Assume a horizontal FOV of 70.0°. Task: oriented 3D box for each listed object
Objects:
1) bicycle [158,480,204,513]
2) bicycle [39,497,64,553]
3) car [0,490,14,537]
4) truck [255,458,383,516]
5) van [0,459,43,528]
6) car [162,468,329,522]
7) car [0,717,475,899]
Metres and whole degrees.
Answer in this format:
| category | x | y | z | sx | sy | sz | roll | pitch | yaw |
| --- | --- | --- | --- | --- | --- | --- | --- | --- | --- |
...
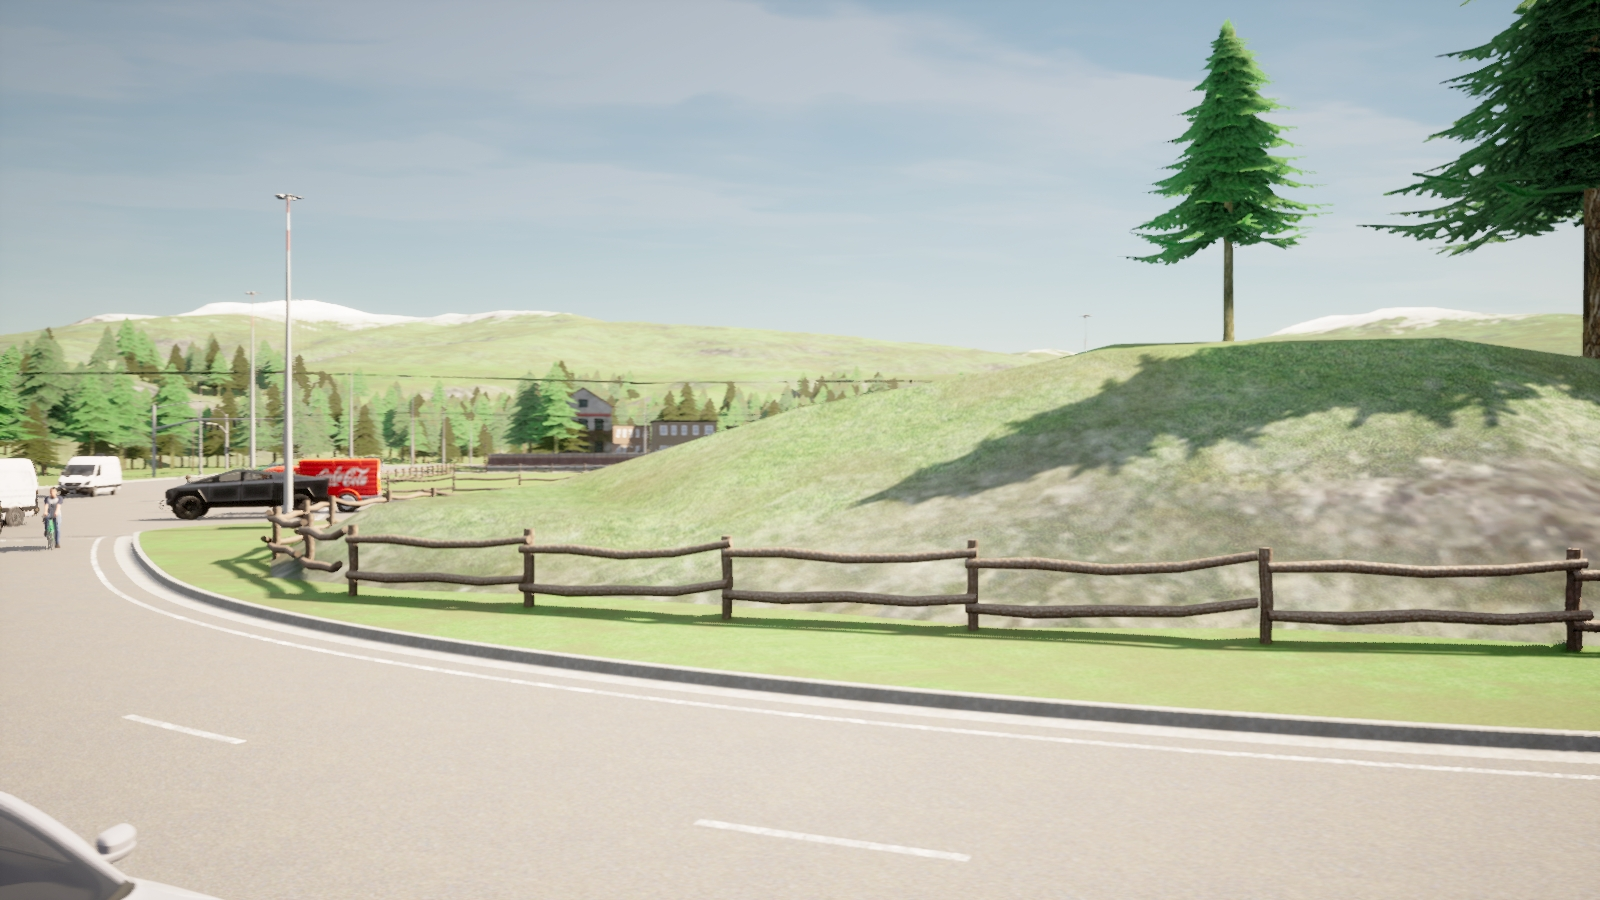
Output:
| category | x | y | z | sx | sy | sz | roll | pitch | yaw |
| --- | --- | --- | --- | --- | --- | --- | --- | --- | --- |
| bicycle | -28.860 | 2.178 | 53.307 | 1.835 | 1.471 | 0.329 | 0 | 2 | -38 |
| bicycle | -21.424 | 2.135 | 32.723 | 0.373 | 1.496 | 1.643 | 0 | 0 | -26 |
| car | -27.168 | 2.134 | 36.451 | 2.007 | 1.525 | 4.514 | 0 | 0 | -14 |
| truck | -22.251 | 1.662 | 53.126 | 5.204 | 2.467 | 2.627 | -1 | 0 | -16 |
| van | -31.031 | 1.641 | 41.841 | 1.988 | 2.561 | 5.915 | -1 | 0 | 10 |
| car | -23.489 | 1.857 | 48.727 | 6.274 | 2.098 | 2.390 | 0 | 0 | -24 |
| car | -3.967 | 2.048 | 4.397 | 5.006 | 1.535 | 2.097 | 0 | 0 | 23 |
